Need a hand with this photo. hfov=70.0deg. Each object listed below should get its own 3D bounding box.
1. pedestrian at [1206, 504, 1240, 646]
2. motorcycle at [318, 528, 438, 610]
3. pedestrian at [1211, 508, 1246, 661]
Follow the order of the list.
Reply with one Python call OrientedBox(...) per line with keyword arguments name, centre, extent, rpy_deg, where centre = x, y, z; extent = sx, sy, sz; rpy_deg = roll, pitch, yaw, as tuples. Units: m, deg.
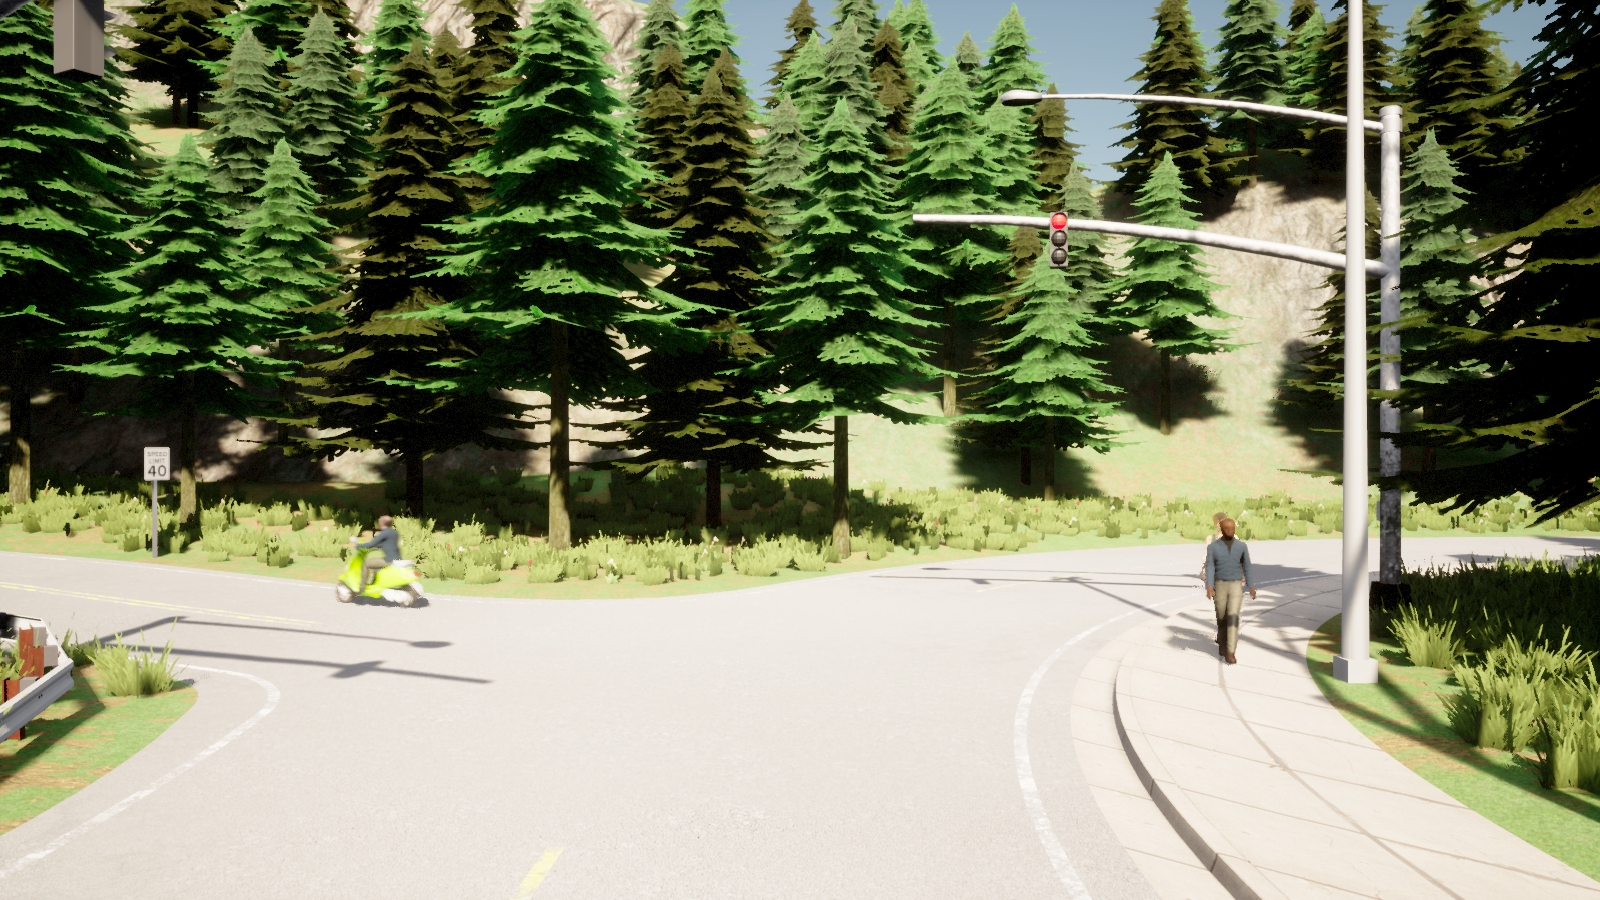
OrientedBox(name="pedestrian", centre=(5.696, 1.668, 15.365), extent=(0.375, 1.860, 0.375), rpy_deg=(0, 0, 29))
OrientedBox(name="motorcycle", centre=(-7.501, 2.094, 20.327), extent=(1.805, 1.316, 0.856), rpy_deg=(1, -2, 18))
OrientedBox(name="pedestrian", centre=(5.357, 1.668, 14.300), extent=(0.375, 1.860, 0.375), rpy_deg=(0, 0, 16))
